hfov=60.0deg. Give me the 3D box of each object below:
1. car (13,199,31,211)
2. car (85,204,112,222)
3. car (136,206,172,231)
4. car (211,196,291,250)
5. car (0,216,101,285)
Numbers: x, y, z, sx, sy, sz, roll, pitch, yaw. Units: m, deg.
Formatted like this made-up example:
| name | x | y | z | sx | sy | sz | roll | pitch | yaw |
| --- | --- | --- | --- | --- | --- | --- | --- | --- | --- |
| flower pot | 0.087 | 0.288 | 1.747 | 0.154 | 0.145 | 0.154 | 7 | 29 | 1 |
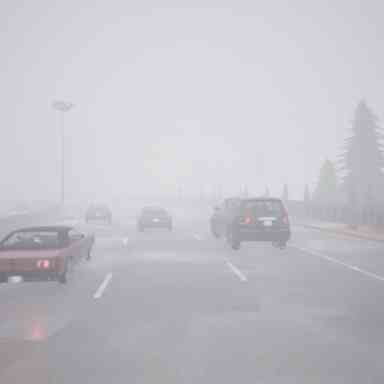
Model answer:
| name | x | y | z | sx | sy | sz | roll | pitch | yaw |
| --- | --- | --- | --- | --- | --- | --- | --- | --- | --- |
| car | -22.103 | 1.711 | 43.296 | 1.812 | 1.442 | 4.674 | 0 | 0 | -29 |
| car | -7.469 | 1.609 | 26.538 | 1.994 | 1.385 | 4.181 | 0 | 0 | -16 |
| car | -2.453 | 1.576 | 21.007 | 1.994 | 1.385 | 4.181 | 0 | 0 | -12 |
| car | 2.323 | 1.207 | 14.553 | 2.150 | 2.045 | 5.566 | 0 | 0 | -8 |
| car | -4.063 | 1.616 | 9.462 | 1.895 | 1.301 | 4.718 | 0 | 0 | -6 |
